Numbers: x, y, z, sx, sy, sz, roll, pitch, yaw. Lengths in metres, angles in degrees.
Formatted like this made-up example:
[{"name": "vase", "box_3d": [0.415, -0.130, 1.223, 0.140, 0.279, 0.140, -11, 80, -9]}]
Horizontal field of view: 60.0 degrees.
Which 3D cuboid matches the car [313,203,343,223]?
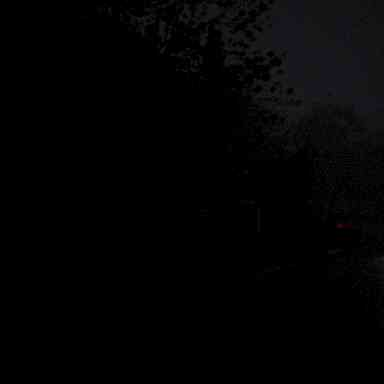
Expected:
[{"name": "car", "box_3d": [11.831, 2.070, 31.984, 1.882, 1.535, 5.008, 1, -2, -41]}]
